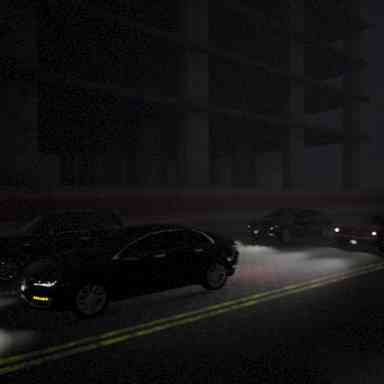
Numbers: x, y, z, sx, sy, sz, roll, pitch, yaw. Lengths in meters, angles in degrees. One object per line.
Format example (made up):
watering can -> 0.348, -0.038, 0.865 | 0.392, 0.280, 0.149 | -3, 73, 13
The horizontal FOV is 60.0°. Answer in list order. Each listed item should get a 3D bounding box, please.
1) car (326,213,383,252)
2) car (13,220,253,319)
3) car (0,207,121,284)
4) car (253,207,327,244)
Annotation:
car -> 7.956, 1.589, 13.923 | 4.718, 1.301, 1.895 | 0, 0, -35
car -> -1.098, 1.503, 7.482 | 4.892, 1.490, 1.837 | 0, 0, -35
car -> -3.970, 1.350, 9.738 | 4.553, 1.767, 2.097 | 0, 0, -35
car -> 4.775, 1.494, 15.968 | 4.892, 1.490, 1.837 | 0, 0, -35
